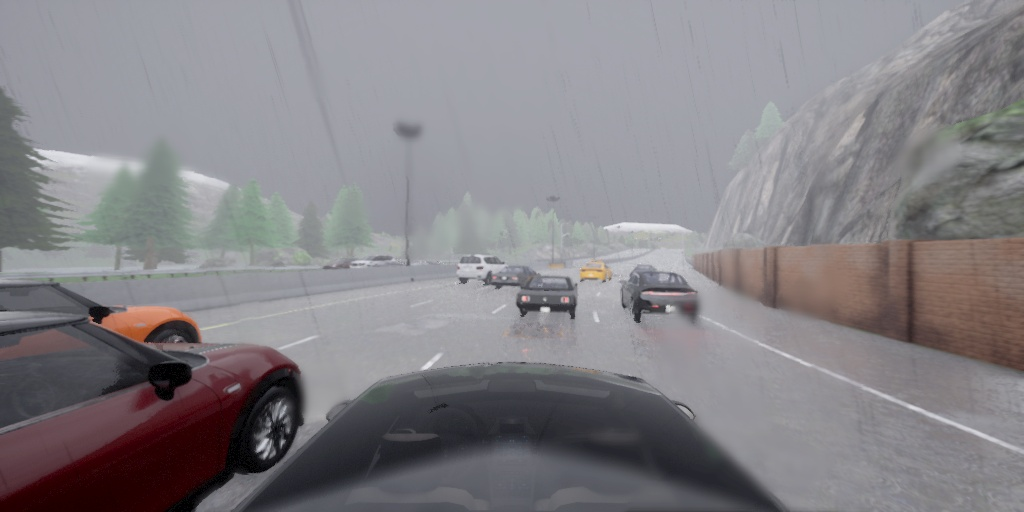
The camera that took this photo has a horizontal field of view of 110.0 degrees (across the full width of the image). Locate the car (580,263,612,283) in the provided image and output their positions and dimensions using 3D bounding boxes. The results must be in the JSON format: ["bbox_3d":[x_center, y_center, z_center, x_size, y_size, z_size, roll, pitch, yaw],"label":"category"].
[{"bbox_3d":[6.754,1.263,28.577,1.882,1.535,5.008,0,0,23],"label":"car"}]

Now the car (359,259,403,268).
[{"bbox_3d":[-12.905,1.239,36.548,1.994,1.385,4.181,0,0,25],"label":"car"}]

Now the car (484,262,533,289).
[{"bbox_3d":[0.405,1.298,22.436,2.033,1.411,5.357,0,0,20],"label":"car"}]

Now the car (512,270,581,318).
[{"bbox_3d":[1.456,1.359,13.156,1.895,1.301,4.718,0,0,11],"label":"car"}]

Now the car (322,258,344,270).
[{"bbox_3d":[-18.873,0.992,40.317,2.097,1.767,4.553,0,0,25],"label":"car"}]

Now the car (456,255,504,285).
[{"bbox_3d":[-1.946,0.958,26.021,2.150,2.045,5.566,0,0,21],"label":"car"}]

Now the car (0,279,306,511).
[{"bbox_3d":[-3.246,1.084,1.957,2.097,1.767,4.553,0,0,1],"label":"car"}]

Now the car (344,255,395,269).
[{"bbox_3d":[-15.273,0.885,39.776,2.150,2.045,5.566,0,0,25],"label":"car"}]

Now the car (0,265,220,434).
[{"bbox_3d":[-6.636,1.065,4.511,2.097,1.767,4.553,0,0,2],"label":"car"}]

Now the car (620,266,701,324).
[{"bbox_3d":[4.857,1.268,12.253,2.128,1.511,4.902,0,0,11],"label":"car"}]

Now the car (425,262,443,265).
[{"bbox_3d":[-8.606,1.300,37.518,1.895,1.301,4.718,0,0,25],"label":"car"}]
